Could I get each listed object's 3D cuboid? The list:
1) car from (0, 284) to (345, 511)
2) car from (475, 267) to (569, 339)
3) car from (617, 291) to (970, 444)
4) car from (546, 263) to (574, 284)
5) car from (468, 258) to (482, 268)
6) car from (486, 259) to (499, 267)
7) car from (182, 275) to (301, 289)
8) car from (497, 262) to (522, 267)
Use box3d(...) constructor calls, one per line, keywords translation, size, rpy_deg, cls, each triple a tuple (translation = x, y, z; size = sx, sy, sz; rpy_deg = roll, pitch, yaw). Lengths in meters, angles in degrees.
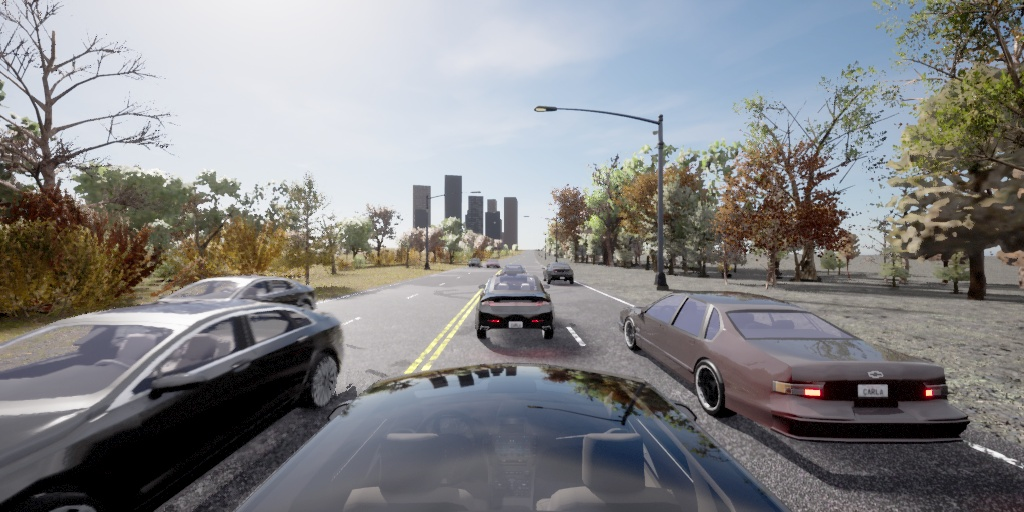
box3d(translation=(-3.354, 1.241, 3.319), size=(2.128, 1.511, 4.902), rpy_deg=(0, 0, 0), cls="car")
box3d(translation=(0.066, 1.240, 10.023), size=(2.128, 1.511, 4.902), rpy_deg=(0, 0, 0), cls="car")
box3d(translation=(3.342, 1.281, 5.837), size=(2.033, 1.411, 5.357), rpy_deg=(0, 0, 0), cls="car")
box3d(translation=(3.352, 1.227, 26.452), size=(1.837, 1.490, 4.892), rpy_deg=(-1, 0, 0), cls="car")
box3d(translation=(-6.016, 1.154, 58.490), size=(1.837, 1.490, 4.892), rpy_deg=(0, 0, 2), cls="car")
box3d(translation=(-2.901, 1.185, 54.201), size=(1.812, 1.442, 4.674), rpy_deg=(0, 0, 2), cls="car")
box3d(translation=(-6.632, 1.241, 8.523), size=(2.128, 1.511, 4.902), rpy_deg=(0, 0, 0), cls="car")
box3d(translation=(0.103, 1.293, 26.773), size=(1.994, 1.385, 4.181), rpy_deg=(0, 0, 0), cls="car")
